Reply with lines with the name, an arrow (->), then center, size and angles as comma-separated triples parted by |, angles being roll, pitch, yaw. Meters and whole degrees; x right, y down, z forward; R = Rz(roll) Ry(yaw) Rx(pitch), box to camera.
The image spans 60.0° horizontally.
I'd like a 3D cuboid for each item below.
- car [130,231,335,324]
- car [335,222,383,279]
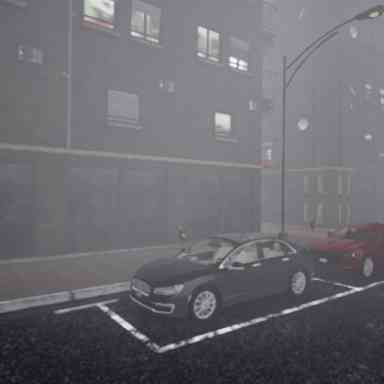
car -> 0.841, 1.598, 7.157 | 4.403, 1.369, 2.008 | 1, 0, -35
car -> 5.430, 1.647, 10.429 | 4.507, 1.381, 1.887 | 1, 0, -35
